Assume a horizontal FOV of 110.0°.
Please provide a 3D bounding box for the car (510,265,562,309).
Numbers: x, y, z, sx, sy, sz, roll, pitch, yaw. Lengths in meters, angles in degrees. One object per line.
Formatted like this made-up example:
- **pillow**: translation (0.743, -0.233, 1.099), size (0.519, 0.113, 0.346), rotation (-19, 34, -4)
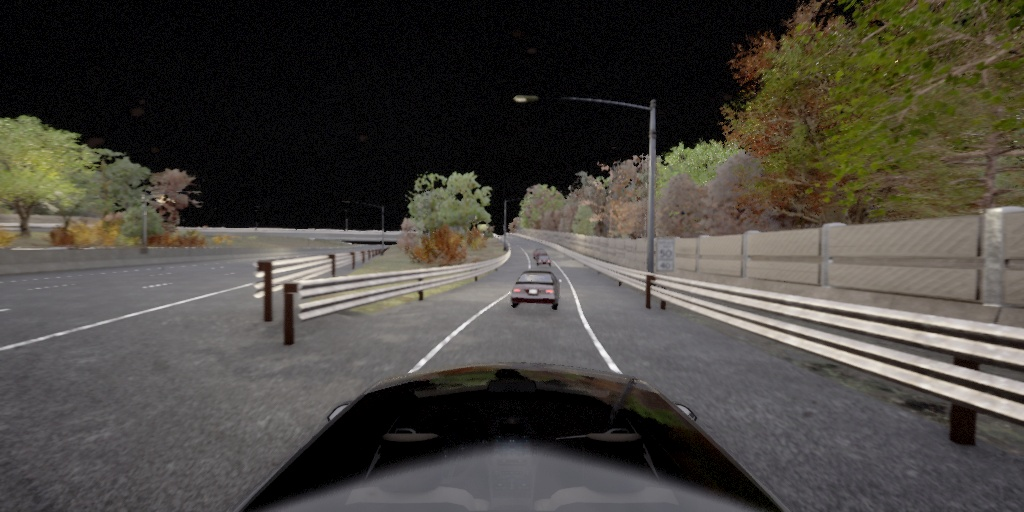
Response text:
- **car**: translation (1.102, 1.326, 15.367), size (2.033, 1.411, 5.357), rotation (1, 0, 8)

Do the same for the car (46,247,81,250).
- **car**: translation (-41.464, -0.100, 33.035), size (1.882, 1.535, 5.008), rotation (0, 1, -18)

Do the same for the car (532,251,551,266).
- **car**: translation (3.979, 0.493, 45.612), size (2.033, 1.411, 5.357), rotation (1, 3, 2)

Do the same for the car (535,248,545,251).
- **car**: translation (4.331, -0.413, 56.221), size (2.097, 1.767, 4.553), rotation (1, 4, 0)
